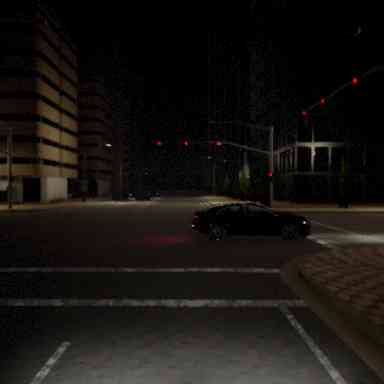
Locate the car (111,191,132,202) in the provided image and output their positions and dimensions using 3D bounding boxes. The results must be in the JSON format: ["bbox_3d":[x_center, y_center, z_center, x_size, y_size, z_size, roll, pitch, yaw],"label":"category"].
[{"bbox_3d":[-11.114,0.653,51.582,1.882,1.535,5.008,0,1,0],"label":"car"}]

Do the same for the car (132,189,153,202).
[{"bbox_3d":[-7.615,0.650,51.609,1.882,1.535,5.008,0,1,0],"label":"car"}]

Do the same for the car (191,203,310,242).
[{"bbox_3d":[2.406,1.211,14.002,4.902,1.511,2.128,0,1,0],"label":"car"}]

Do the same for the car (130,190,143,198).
[{"bbox_3d":[-11.220,0.424,67.289,1.837,1.490,4.892,0,1,-1],"label":"car"}]

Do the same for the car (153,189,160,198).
[{"bbox_3d":[-7.723,0.273,67.377,2.097,1.767,4.553,0,1,0],"label":"car"}]
